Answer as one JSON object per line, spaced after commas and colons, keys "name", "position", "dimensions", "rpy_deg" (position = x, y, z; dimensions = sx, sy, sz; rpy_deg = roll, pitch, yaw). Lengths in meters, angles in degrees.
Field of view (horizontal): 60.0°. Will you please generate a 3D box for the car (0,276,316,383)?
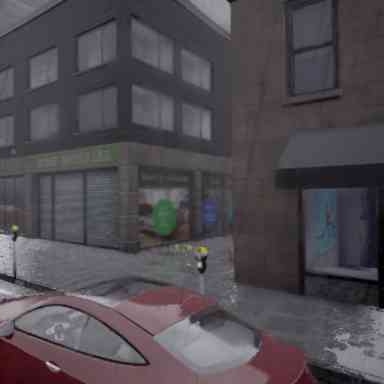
{"name": "car", "position": [-0.881, 1.581, 3.485], "dimensions": [4.206, 1.307, 1.802], "rpy_deg": [0, -1, 35]}
